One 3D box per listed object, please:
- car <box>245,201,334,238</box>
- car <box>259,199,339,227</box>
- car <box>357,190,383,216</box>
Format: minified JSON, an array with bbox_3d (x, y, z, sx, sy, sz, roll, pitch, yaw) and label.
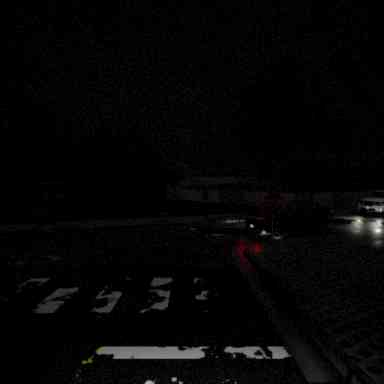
[{"bbox_3d":[5.193,1.477,18.042,4.902,1.511,2.128,-1,3,-27],"label":"car"},{"bbox_3d":[7.263,1.336,22.515,5.357,1.411,2.033,-1,3,-30],"label":"car"},{"bbox_3d":[16.322,0.845,28.055,5.566,2.045,2.150,-1,3,-34],"label":"car"}]
